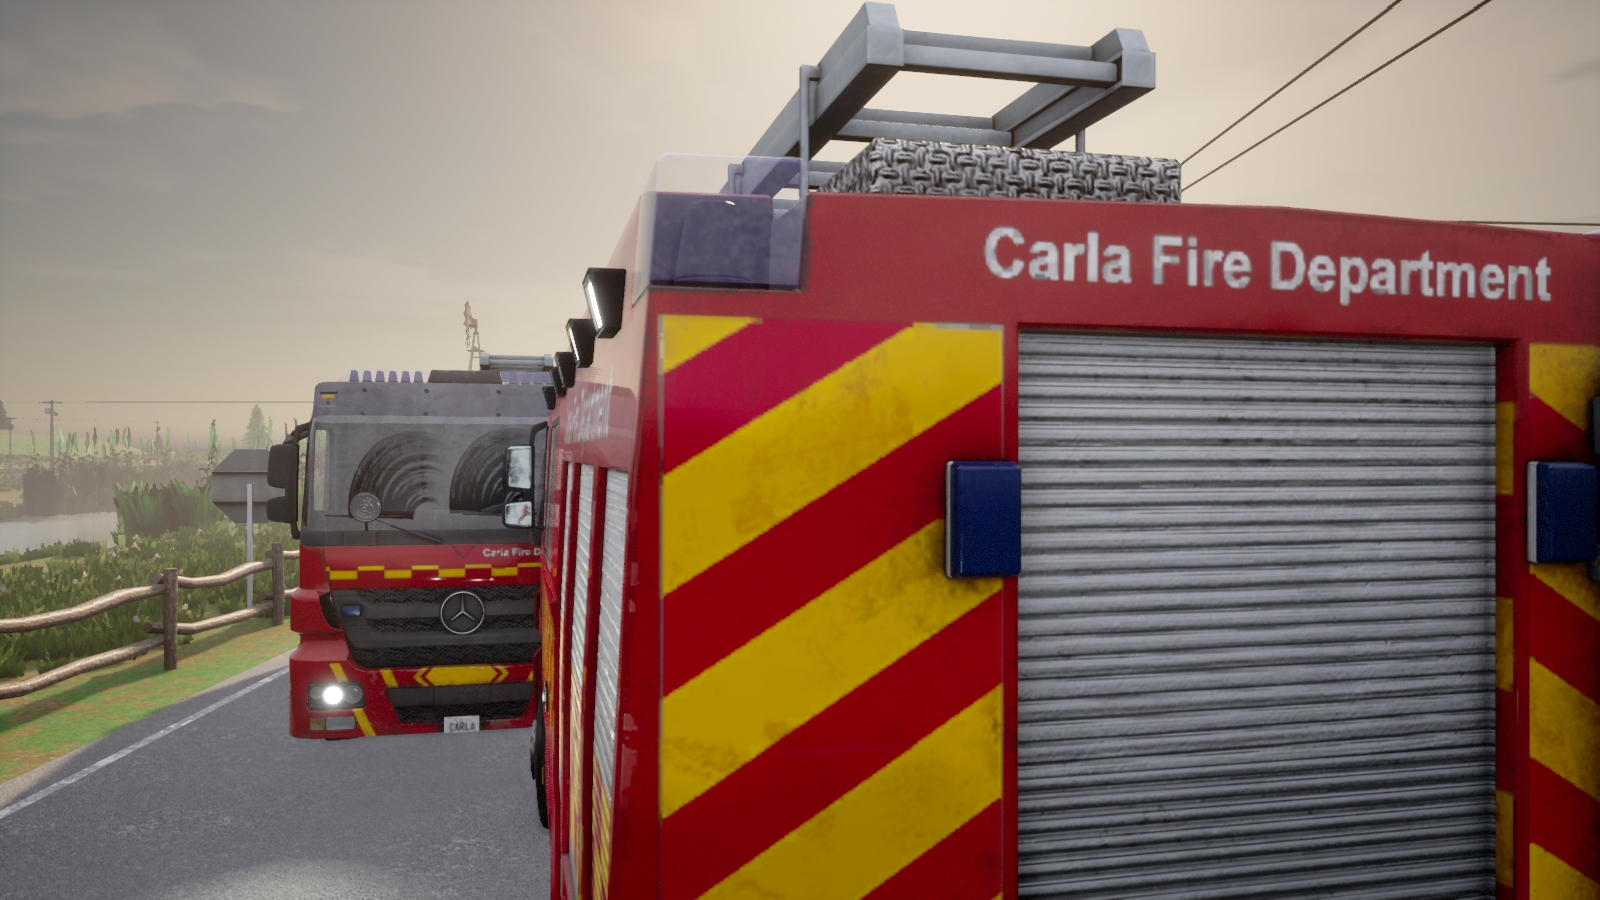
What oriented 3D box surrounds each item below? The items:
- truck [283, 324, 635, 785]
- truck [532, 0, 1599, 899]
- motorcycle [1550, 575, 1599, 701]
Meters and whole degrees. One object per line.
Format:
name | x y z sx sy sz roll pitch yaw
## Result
truck | -3.895 0.862 13.936 2.891 3.827 8.468 0 0 -14
truck | -0.070 0.867 6.874 2.891 3.827 8.468 0 0 -14
motorcycle | 9.802 2.142 13.163 1.805 1.316 0.856 0 0 -7
